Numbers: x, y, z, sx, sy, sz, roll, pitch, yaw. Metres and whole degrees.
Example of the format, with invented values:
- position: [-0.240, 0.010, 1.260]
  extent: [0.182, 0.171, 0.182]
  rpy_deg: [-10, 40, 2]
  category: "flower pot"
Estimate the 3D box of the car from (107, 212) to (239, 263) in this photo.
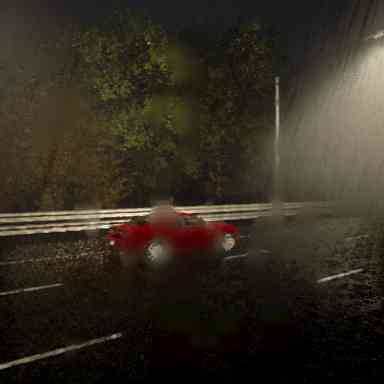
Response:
- position: [-0.518, 1.448, 11.976]
  extent: [5.008, 1.535, 1.882]
  rpy_deg: [0, 0, -35]
  category: "car"
